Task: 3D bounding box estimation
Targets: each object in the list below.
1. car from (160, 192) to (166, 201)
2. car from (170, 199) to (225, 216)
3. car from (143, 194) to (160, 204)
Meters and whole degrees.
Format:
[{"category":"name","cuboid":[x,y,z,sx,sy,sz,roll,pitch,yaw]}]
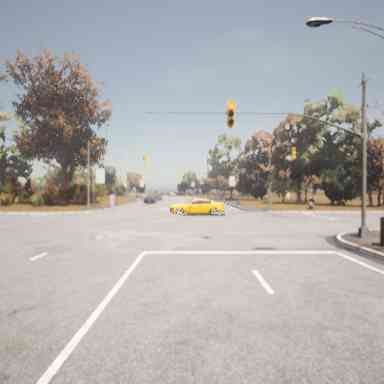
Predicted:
[{"category":"car","cuboid":[-7.388,1.165,72.256,2.128,1.511,4.902,0,1,-2]},{"category":"car","cuboid":[0.488,1.370,30.593,5.008,1.535,1.882,0,0,-3]},{"category":"car","cuboid":[-7.124,1.246,57.006,1.882,1.535,5.008,0,0,0]}]
